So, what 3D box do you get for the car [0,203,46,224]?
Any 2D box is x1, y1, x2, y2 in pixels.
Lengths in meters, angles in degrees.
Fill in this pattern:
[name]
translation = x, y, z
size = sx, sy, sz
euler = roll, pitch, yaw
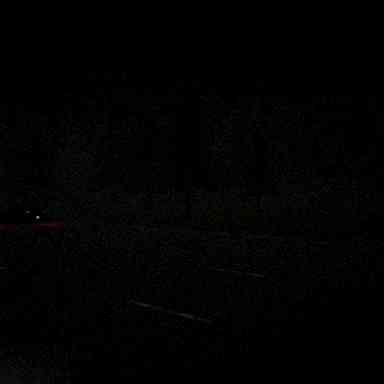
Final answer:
[car]
translation = -13.662, 1.669, 26.630
size = 4.892, 1.490, 1.837
euler = 0, 0, 36
